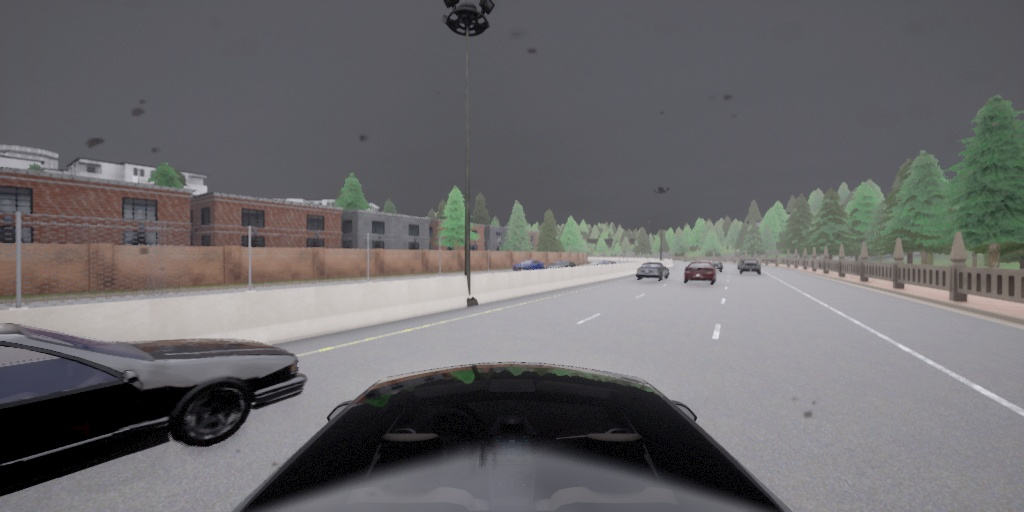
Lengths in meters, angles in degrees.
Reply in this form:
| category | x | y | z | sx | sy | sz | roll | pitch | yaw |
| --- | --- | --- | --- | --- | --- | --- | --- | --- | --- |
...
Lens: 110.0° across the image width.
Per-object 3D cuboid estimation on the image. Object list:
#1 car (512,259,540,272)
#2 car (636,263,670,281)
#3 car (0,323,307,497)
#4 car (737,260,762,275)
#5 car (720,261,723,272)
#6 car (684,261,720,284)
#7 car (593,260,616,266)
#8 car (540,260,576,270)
| category | x | y | z | sx | sy | sz | roll | pitch | yaw |
| --- | --- | --- | --- | --- | --- | --- | --- | --- | --- |
| car | 1.890 | 1.142 | 40.564 | 1.882 | 1.535 | 5.008 | 0 | 0 | 32 |
| car | 11.490 | 1.235 | 29.115 | 2.033 | 1.411 | 5.357 | 0 | 0 | 32 |
| car | -4.740 | 1.295 | 2.830 | 2.033 | 1.411 | 5.357 | 0 | 0 | 32 |
| car | 25.393 | 1.170 | 38.308 | 1.837 | 1.490 | 4.892 | 0 | 0 | 32 |
| car | 25.179 | 1.252 | 44.621 | 1.895 | 1.301 | 4.718 | 0 | 0 | 32 |
| car | 13.953 | 1.171 | 26.442 | 1.882 | 1.535 | 5.008 | 0 | 0 | 32 |
| car | 10.835 | 1.208 | 41.676 | 2.033 | 1.411 | 5.357 | 0 | 0 | 32 |
| car | 5.467 | 1.157 | 39.688 | 2.128 | 1.511 | 4.902 | 0 | 0 | 32 |
